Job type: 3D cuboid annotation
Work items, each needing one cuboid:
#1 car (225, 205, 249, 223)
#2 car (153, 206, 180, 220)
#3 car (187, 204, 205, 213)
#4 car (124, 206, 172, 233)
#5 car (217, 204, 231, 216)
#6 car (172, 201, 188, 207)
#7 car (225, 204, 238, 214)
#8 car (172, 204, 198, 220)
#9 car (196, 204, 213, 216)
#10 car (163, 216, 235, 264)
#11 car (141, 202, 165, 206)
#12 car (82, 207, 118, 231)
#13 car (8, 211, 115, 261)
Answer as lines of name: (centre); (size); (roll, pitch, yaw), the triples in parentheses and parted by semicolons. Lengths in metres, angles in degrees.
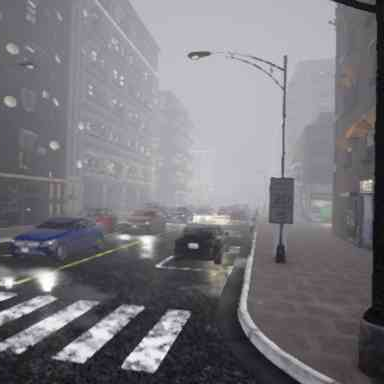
car: (4.974, 2.425, 35.217); (1.887, 1.381, 4.507); (2, -1, 12)
car: (-2.742, 2.260, 36.810); (1.802, 1.307, 4.206); (2, -1, 12)
car: (0.638, 2.625, 53.224); (2.008, 1.369, 4.403); (2, -1, 12)
car: (-3.081, 1.941, 22.938); (1.812, 1.442, 4.674); (1, -1, 12)
car: (4.537, 2.596, 45.310); (2.033, 1.411, 5.357); (2, -1, 11)
car: (-3.245, 3.281, 91.885); (4.097, 1.590, 1.967); (1, -1, 12)
car: (6.681, 2.804, 55.732); (1.837, 1.490, 4.892); (2, -1, 12)
car: (-1.071, 2.179, 32.687); (1.812, 1.442, 4.674); (1, -1, 12)
car: (1.778, 2.546, 46.165); (1.994, 1.385, 4.181); (1, -1, 12)
car: (0.467, 1.912, 13.331); (1.947, 1.339, 4.313); (2, -1, 12)
car: (-3.860, 1.860, 31.343); (2.192, 1.841, 5.009); (2, -1, 12)
car: (-6.117, 1.718, 20.398); (1.967, 1.590, 4.097); (2, -1, 12)
car: (-5.063, 1.706, 13.279); (1.812, 1.442, 4.674); (2, -1, 11)
